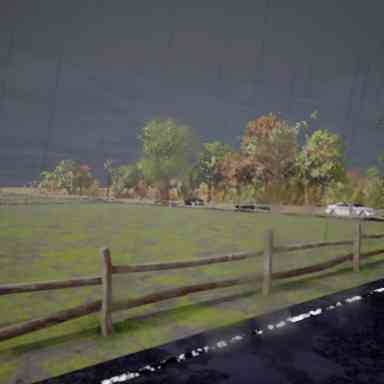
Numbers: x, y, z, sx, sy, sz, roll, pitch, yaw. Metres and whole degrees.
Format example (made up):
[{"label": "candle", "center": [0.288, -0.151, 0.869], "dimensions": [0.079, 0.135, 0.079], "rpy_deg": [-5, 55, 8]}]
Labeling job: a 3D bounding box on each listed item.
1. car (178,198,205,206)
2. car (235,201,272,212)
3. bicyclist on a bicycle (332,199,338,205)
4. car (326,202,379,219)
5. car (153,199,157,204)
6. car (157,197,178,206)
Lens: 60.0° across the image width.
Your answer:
[{"label": "car", "center": [0.196, 1.698, 57.497], "dimensions": [1.882, 1.535, 5.008], "rpy_deg": [0, 0, -34]}, {"label": "car", "center": [7.660, 1.800, 41.568], "dimensions": [1.895, 1.301, 4.718], "rpy_deg": [0, 0, -35]}, {"label": "bicyclist on a bicycle", "center": [16.719, 1.681, 38.952], "dimensions": [1.656, 1.620, 0.582], "rpy_deg": [0, 0, -35]}, {"label": "car", "center": [14.886, 1.710, 31.087], "dimensions": [1.812, 1.442, 4.674], "rpy_deg": [0, 0, -35]}, {"label": "car", "center": [-5.739, 1.763, 66.017], "dimensions": [2.033, 1.411, 5.357], "rpy_deg": [0, 0, -35]}, {"label": "car", "center": [-3.758, 1.727, 58.274], "dimensions": [1.812, 1.442, 4.674], "rpy_deg": [0, 0, -34]}]
